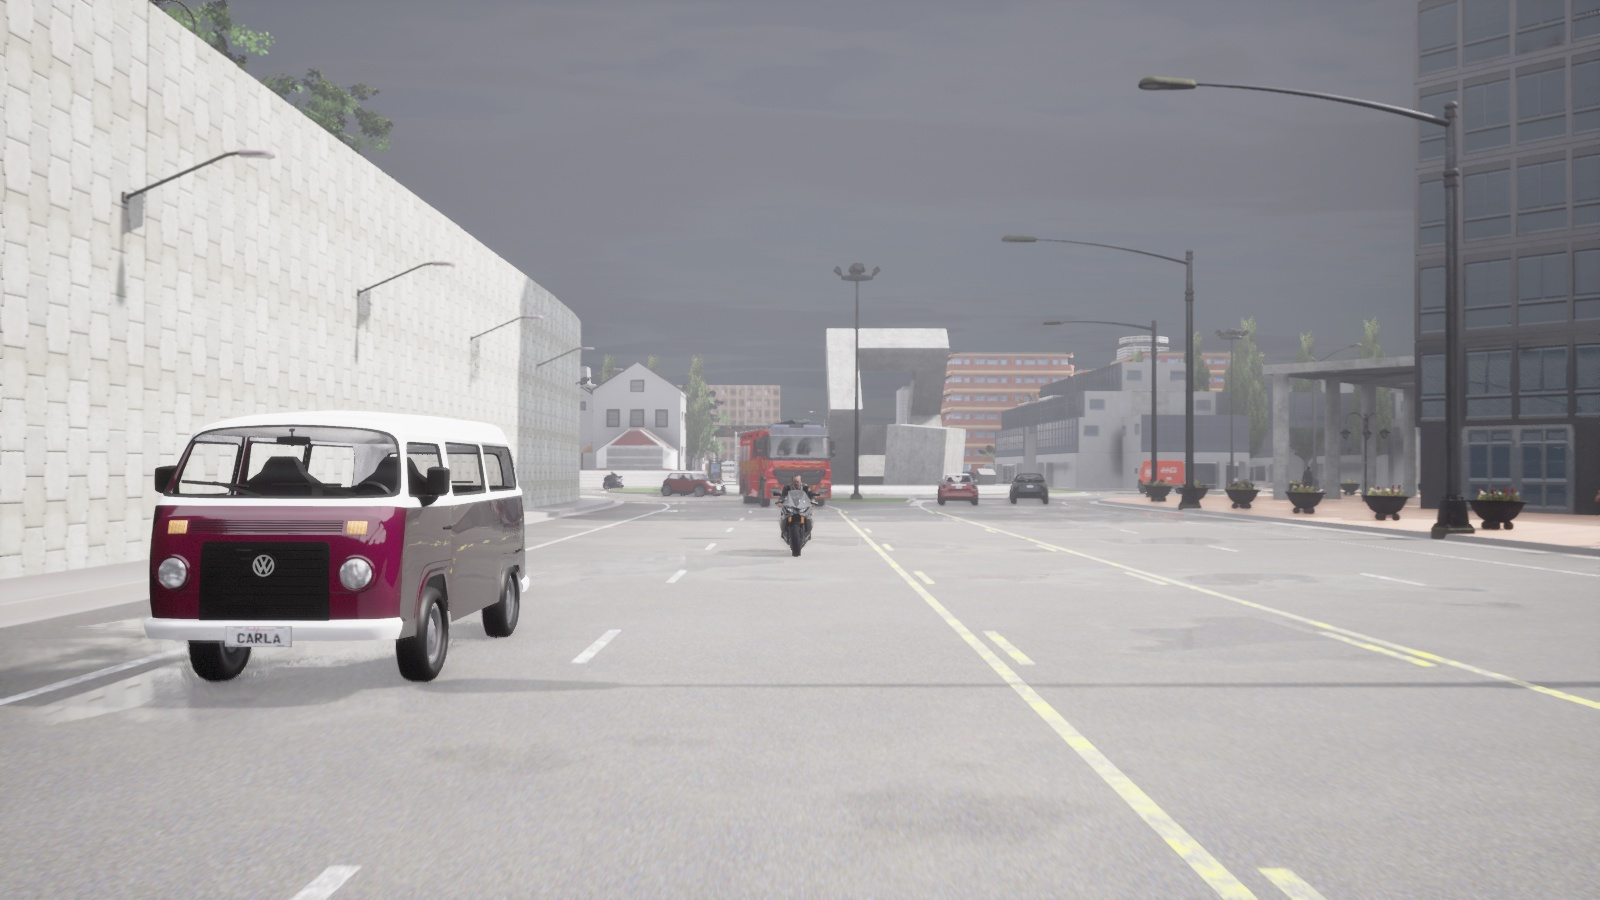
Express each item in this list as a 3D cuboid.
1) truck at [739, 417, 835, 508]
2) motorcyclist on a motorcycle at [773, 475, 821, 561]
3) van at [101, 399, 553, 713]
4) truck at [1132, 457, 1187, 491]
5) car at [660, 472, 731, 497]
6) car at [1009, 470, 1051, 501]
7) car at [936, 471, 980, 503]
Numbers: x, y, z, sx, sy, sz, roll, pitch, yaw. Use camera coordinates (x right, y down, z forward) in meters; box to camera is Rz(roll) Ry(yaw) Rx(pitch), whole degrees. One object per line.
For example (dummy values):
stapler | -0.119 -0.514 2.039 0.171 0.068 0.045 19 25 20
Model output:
truck | -0.732 0.609 57.102 2.891 3.827 8.468 0 -1 -11
motorcyclist on a motorcycle | -0.057 1.245 23.607 0.866 1.530 2.191 0 -1 0
van | -3.527 0.727 10.431 2.069 2.038 4.480 0 -1 0
truck | 26.613 1.780 93.141 2.627 2.467 5.204 0 -1 0
car | -6.243 2.060 74.975 3.806 1.475 1.970 -1 -1 34
car | 11.562 1.775 63.322 2.007 1.525 4.514 0 -1 10
car | 7.570 1.759 60.298 1.970 1.475 3.806 0 -1 6
